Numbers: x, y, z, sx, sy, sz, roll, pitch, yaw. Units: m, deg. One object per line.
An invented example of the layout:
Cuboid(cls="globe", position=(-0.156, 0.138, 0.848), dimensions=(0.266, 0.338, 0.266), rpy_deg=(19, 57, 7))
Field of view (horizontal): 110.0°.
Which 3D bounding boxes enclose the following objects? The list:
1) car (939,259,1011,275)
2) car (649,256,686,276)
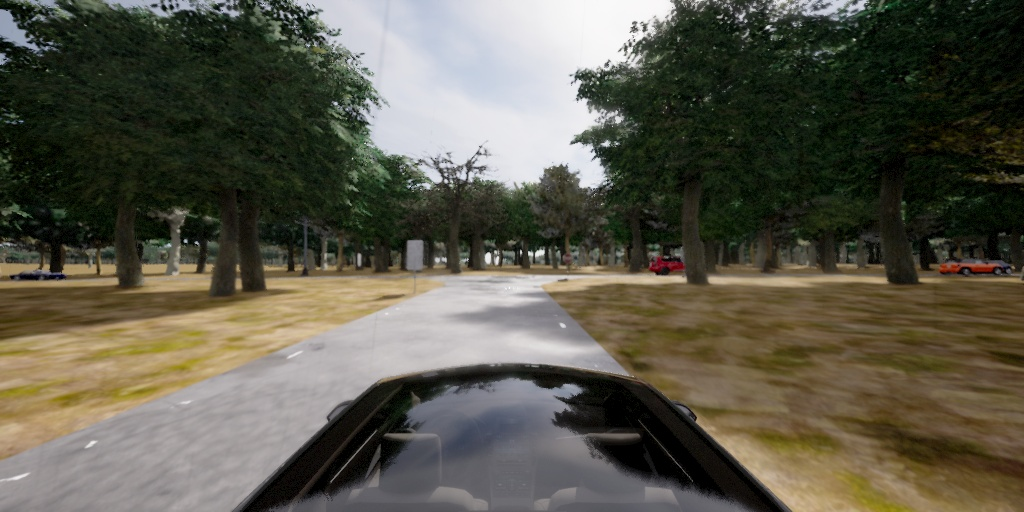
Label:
Cuboid(cls="car", position=(47.455, 1.060, 37.091), dimensions=(4.553, 1.767, 2.097), rpy_deg=(0, -2, 3))
Cuboid(cls="car", position=(17.583, 1.085, 38.399), dimensions=(5.566, 2.045, 2.150), rpy_deg=(0, -2, 2))
